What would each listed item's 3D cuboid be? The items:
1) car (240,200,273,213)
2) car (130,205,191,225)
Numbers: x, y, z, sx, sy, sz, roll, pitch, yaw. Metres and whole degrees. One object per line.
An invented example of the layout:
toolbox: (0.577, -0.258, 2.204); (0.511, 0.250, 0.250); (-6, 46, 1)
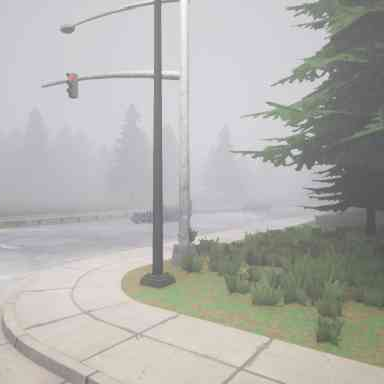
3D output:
car: (7.069, 1.574, 36.367); (1.895, 1.301, 4.718); (0, 0, 35)
car: (-2.106, 1.574, 23.188); (1.895, 1.301, 4.718); (0, 0, 35)
